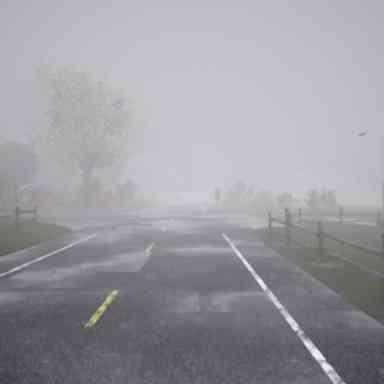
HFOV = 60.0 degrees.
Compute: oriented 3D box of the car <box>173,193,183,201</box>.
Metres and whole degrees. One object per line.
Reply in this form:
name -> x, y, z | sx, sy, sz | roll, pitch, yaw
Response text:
car -> -3.519, 1.247, 83.852 | 2.150, 2.045, 5.566 | 0, 0, 0
